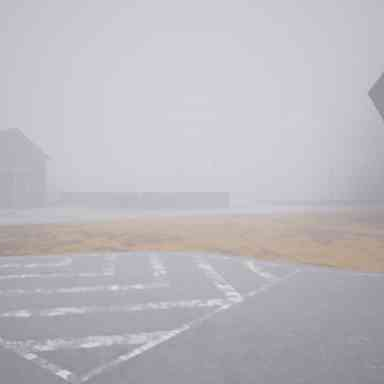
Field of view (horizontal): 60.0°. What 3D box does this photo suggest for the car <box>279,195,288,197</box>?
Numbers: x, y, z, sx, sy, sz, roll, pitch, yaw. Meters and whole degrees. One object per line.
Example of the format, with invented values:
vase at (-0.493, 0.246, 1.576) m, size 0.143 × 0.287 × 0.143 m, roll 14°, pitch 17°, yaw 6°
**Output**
car at (25.048, 1.568, 90.410) m, size 2.242 × 1.667 × 4.611 m, roll 0°, pitch 0°, yaw 35°
